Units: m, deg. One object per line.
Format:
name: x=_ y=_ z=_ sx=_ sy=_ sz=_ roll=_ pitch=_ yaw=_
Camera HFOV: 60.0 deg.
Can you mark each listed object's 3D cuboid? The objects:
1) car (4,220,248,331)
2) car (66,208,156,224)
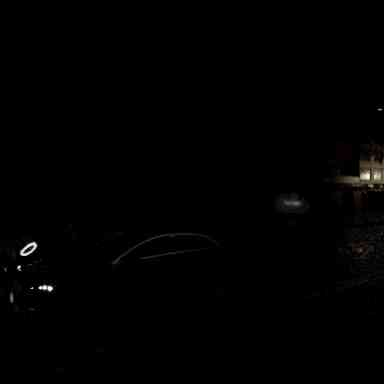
car: x=-0.996 y=1.513 z=6.967 sx=4.902 sy=1.511 sz=2.128 roll=1 pitch=0 yaw=-36
car: x=-2.823 y=1.374 z=9.655 sx=4.553 sy=1.767 sz=2.097 roll=1 pitch=0 yaw=-36
